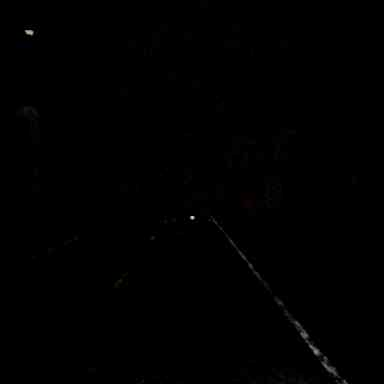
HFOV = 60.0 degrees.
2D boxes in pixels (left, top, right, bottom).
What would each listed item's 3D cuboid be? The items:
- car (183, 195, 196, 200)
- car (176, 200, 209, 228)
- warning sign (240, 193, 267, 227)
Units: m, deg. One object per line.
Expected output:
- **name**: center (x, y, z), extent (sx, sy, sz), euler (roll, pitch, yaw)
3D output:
- **car**: center (-0.400, 1.176, 47.363), extent (1.837, 1.490, 4.892), euler (0, 1, -1)
- **car**: center (0.005, 1.414, 20.963), extent (1.994, 1.385, 4.181), euler (0, 0, 0)
- **warning sign**: center (3.484, 0.979, 18.987), extent (1.300, 1.860, 1.060), euler (1, 1, 0)
